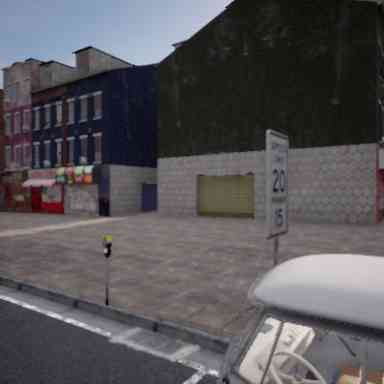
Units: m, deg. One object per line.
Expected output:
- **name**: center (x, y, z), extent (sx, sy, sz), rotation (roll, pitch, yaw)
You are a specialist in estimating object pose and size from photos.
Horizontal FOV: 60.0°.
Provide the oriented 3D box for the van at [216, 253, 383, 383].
- **van**: center (1.950, 1.334, 1.465), extent (3.998, 1.788, 1.690), rotation (0, 0, 34)
